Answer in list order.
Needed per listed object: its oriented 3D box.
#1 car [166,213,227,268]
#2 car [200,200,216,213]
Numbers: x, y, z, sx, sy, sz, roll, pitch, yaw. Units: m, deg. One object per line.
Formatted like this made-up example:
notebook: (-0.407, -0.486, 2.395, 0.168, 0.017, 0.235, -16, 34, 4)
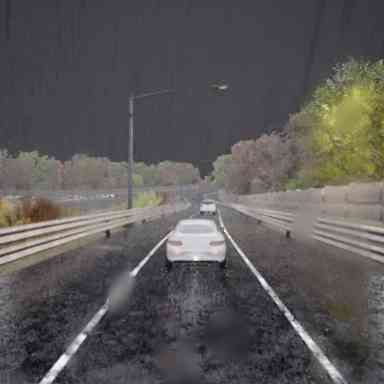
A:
car: (0.163, 1.636, 11.520, 1.812, 1.442, 4.674, 0, -1, 1)
car: (2.417, 2.235, 49.269, 2.150, 2.045, 5.566, 0, -1, 4)
